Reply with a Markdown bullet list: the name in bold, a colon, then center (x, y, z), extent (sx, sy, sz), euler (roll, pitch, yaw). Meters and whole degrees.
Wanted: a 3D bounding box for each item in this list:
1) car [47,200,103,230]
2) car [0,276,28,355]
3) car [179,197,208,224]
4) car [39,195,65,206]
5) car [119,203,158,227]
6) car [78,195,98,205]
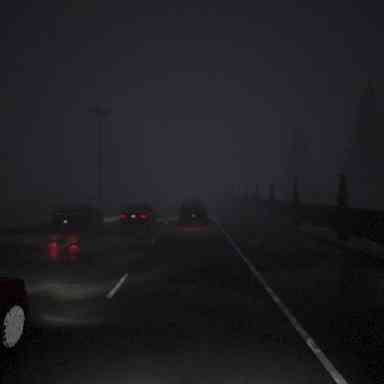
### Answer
- **car**: center (-6.901, 1.404, 20.563), extent (2.128, 1.511, 4.902), euler (0, 0, 0)
- **car**: center (-3.403, 1.464, 3.023), extent (1.882, 1.535, 5.008), euler (0, 0, 0)
- **car**: center (0.100, 1.375, 23.958), extent (1.882, 1.535, 5.008), euler (0, 0, 0)
- **car**: center (-21.067, 1.288, 50.379), extent (1.837, 1.490, 4.892), euler (0, 1, 0)
- **car**: center (-3.401, 1.454, 21.778), extent (2.033, 1.411, 5.357), euler (0, 0, 0)
- **car**: center (-17.546, 1.238, 56.334), extent (1.882, 1.535, 5.008), euler (0, 0, 1)
